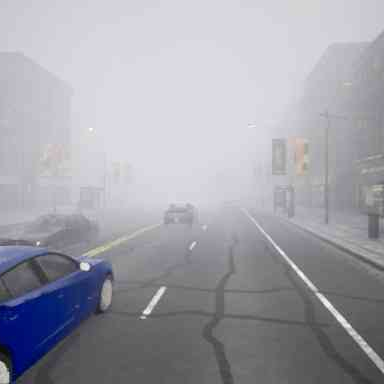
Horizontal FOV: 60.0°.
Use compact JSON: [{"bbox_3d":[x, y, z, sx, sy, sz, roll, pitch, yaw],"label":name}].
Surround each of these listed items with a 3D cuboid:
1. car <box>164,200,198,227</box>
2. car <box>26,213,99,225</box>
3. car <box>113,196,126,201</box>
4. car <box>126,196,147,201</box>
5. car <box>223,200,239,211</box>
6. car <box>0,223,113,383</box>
[{"bbox_3d":[-0.674,1.532,22.885,2.128,1.511,4.902,0,0,6],"label":"car"},{"bbox_3d":[-5.434,1.580,13.473,2.033,1.411,5.357,0,0,6],"label":"car"},{"bbox_3d":[-19.269,1.709,90.176,4.674,1.452,2.002,0,0,26],"label":"car"},{"bbox_3d":[-14.235,1.770,87.437,4.718,1.301,1.895,0,0,36],"label":"car"},{"bbox_3d":[4.866,1.665,42.185,1.895,1.301,4.718,0,0,5],"label":"car"},{"bbox_3d":[-2.683,1.491,4.680,1.882,1.535,5.008,0,0,6],"label":"car"}]
